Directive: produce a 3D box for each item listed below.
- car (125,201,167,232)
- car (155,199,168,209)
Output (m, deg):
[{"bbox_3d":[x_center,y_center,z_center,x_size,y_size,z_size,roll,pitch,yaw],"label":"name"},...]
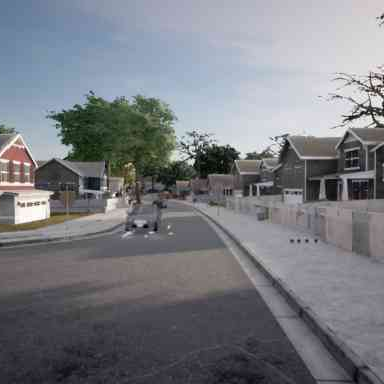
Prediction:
[{"bbox_3d":[-2.840,1.512,20.184,2.128,1.511,4.902,0,0,-2],"label":"car"},{"bbox_3d":[-4.390,1.646,45.706,1.994,1.385,4.181,0,0,-5],"label":"car"}]
